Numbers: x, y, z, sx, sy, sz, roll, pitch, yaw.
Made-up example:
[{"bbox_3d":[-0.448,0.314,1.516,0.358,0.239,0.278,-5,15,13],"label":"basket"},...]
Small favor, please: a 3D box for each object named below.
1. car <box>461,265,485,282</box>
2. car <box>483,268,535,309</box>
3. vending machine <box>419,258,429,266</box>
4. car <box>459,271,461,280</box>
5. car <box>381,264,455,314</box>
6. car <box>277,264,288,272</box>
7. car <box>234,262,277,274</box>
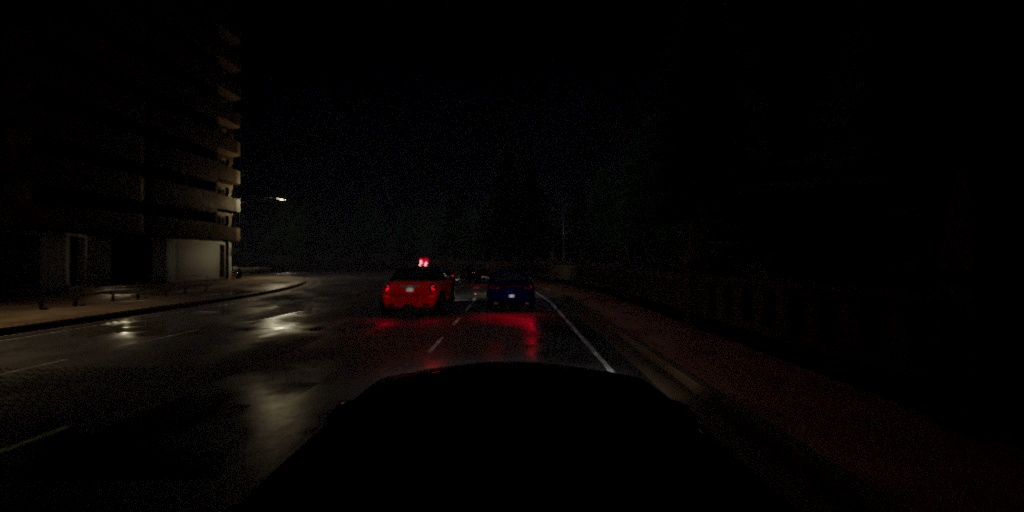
[{"bbox_3d":[-3.248,1.468,31.072,1.812,1.442,4.674,0,0,-22],"label":"car"},{"bbox_3d":[-0.151,1.319,15.665,1.882,1.535,5.008,0,0,-3],"label":"car"},{"bbox_3d":[-12.535,1.270,51.034,0.880,2.100,1.100,0,0,41],"label":"vending machine"},{"bbox_3d":[-5.602,1.468,27.533,2.033,1.411,5.357,0,0,-18],"label":"car"},{"bbox_3d":[-3.585,1.185,14.406,2.097,1.767,4.553,0,0,-2],"label":"car"},{"bbox_3d":[-34.303,1.620,50.522,5.357,1.411,2.033,0,0,16],"label":"car"},{"bbox_3d":[-33.532,1.647,46.566,4.718,1.301,1.895,0,0,19],"label":"car"}]
